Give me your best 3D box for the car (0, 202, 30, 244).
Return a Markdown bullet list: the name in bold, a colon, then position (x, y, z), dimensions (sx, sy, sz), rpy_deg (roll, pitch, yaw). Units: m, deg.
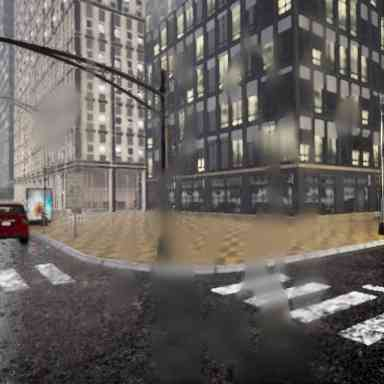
- **car**: position (-8.743, 1.336, 15.093), dimensions (2.192, 1.841, 5.009), rpy_deg (1, -1, -36)
